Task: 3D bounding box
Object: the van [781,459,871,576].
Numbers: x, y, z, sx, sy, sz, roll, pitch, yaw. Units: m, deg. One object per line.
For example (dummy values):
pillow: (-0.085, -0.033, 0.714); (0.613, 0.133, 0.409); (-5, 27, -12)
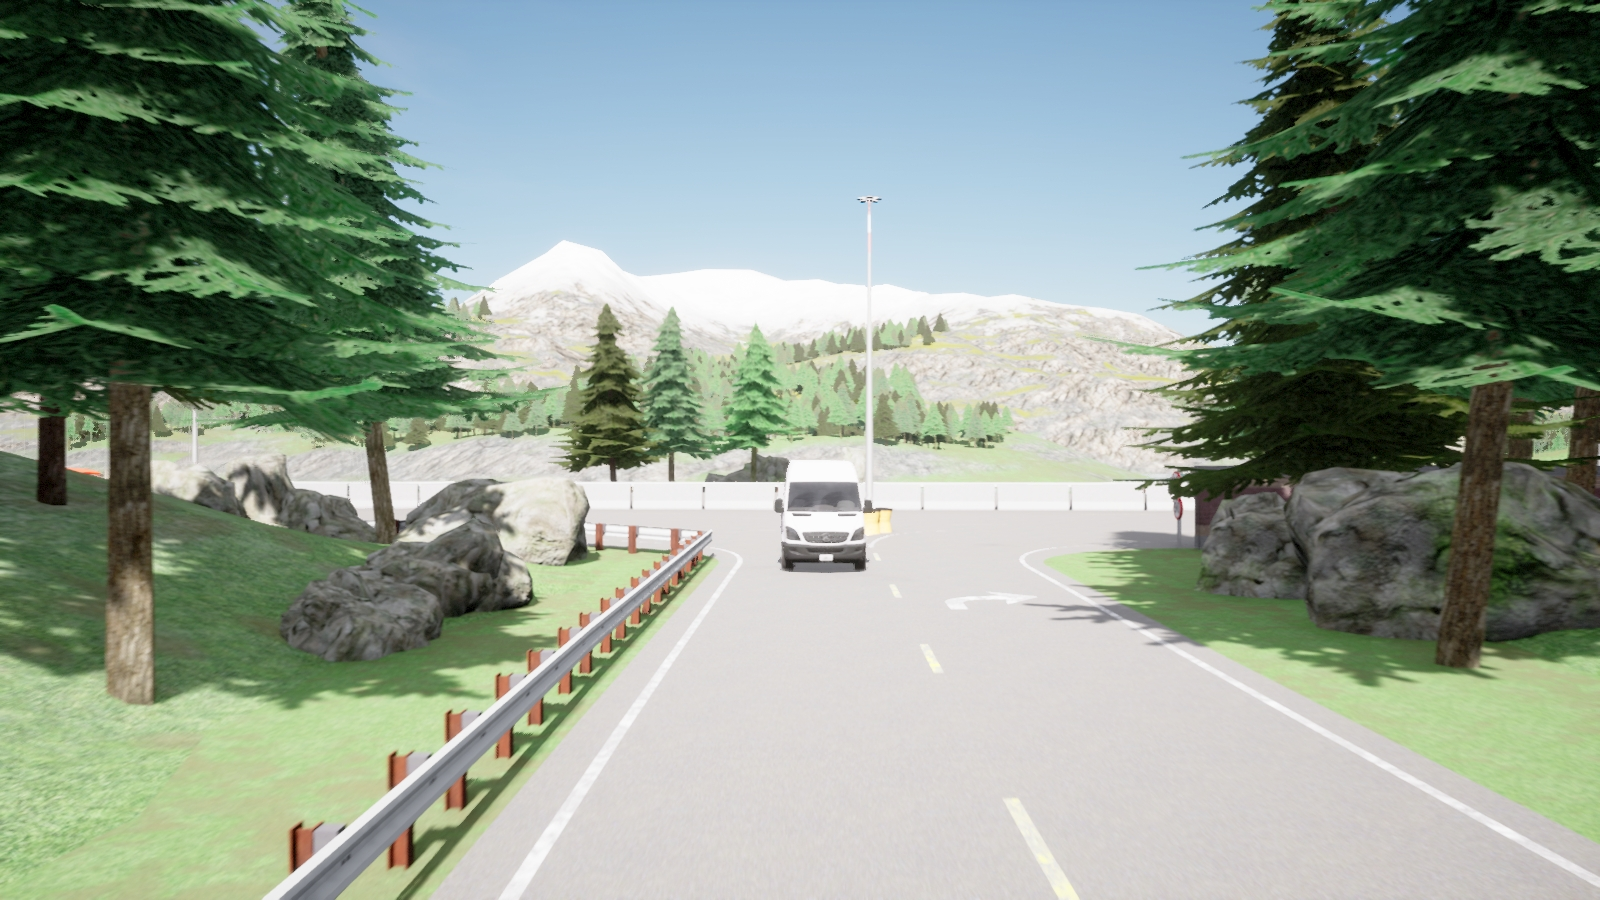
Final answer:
van: (0.537, 1.532, 28.538); (1.988, 2.561, 5.915); (0, 0, -1)
